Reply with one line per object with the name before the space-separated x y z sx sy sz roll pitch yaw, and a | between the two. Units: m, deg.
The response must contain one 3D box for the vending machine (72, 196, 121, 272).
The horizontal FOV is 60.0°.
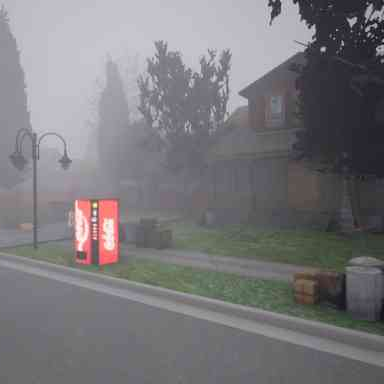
vending machine | -2.889 1.196 10.100 0.880 2.100 1.100 0 0 36
